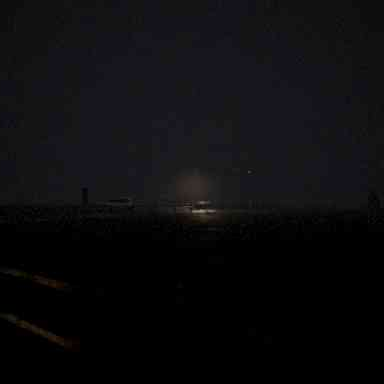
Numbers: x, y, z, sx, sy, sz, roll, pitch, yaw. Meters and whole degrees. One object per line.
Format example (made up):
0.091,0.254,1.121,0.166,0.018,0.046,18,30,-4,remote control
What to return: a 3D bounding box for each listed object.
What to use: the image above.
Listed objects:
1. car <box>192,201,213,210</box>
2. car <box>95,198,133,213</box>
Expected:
1.967,2.509,62.015,2.128,1.511,4.902,0,-1,36,car
-10.386,1.815,44.861,2.150,2.045,5.566,0,-1,36,car
